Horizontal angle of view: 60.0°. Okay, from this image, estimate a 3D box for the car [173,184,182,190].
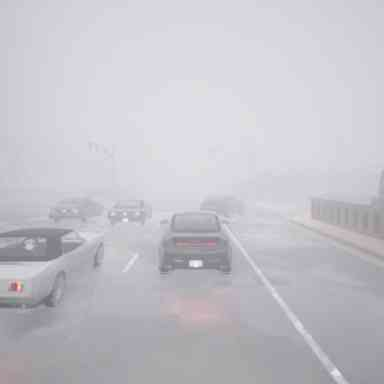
[{"bbox_3d":[-3.611,-1.138,82.732,1.812,1.442,4.674,0,2,0],"label":"car"}]

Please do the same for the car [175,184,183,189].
[{"bbox_3d":[-3.623,-1.485,91.925,1.895,1.301,4.718,0,2,0],"label":"car"}]

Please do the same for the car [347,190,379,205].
[{"bbox_3d":[18.589,0.501,32.975,5.008,1.535,1.882,0,2,2],"label":"car"}]

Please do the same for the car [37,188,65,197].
[{"bbox_3d":[-21.147,0.066,49.395,1.895,1.301,4.718,0,2,0],"label":"car"}]

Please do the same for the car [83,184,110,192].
[{"bbox_3d":[-14.114,-0.060,49.516,1.882,1.535,5.008,0,2,-1],"label":"car"}]

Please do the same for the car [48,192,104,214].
[{"bbox_3d":[-6.927,0.991,20.470,2.033,1.411,5.357,0,2,0],"label":"car"}]

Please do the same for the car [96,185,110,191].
[{"bbox_3d":[-21.106,-0.999,79.063,2.033,1.411,5.357,0,2,0],"label":"car"}]

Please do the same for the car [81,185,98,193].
[{"bbox_3d":[-21.092,-0.660,68.673,2.128,1.511,4.902,0,2,0],"label":"car"}]

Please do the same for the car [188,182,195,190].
[{"bbox_3d":[-0.112,-1.176,84.003,2.128,1.511,4.902,0,2,0],"label":"car"}]

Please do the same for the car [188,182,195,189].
[{"bbox_3d":[-0.126,-1.822,94.242,2.150,2.045,5.566,0,2,1],"label":"car"}]

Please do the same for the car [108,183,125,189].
[{"bbox_3d":[-14.106,-0.652,59.439,2.150,2.045,5.566,0,2,0],"label":"car"}]

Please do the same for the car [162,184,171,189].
[{"bbox_3d":[-7.123,-1.554,91.888,2.128,1.511,4.902,0,2,0],"label":"car"}]

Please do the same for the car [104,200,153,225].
[{"bbox_3d":[-3.424,1.083,19.340,1.895,1.301,4.718,0,2,0],"label":"car"}]

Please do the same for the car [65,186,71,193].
[{"bbox_3d":[-21.098,-0.311,58.333,1.812,1.442,4.674,0,2,0],"label":"car"}]

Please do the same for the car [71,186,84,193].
[{"bbox_3d":[-17.632,-0.226,54.827,2.128,1.511,4.902,0,2,0],"label":"car"}]

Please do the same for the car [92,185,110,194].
[{"bbox_3d":[-17.586,-0.557,64.619,2.128,1.511,4.902,0,2,0],"label":"car"}]

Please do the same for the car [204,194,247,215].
[{"bbox_3d":[2.190,0.888,22.351,1.837,1.490,4.892,-1,2,26],"label":"car"}]

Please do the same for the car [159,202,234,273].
[{"bbox_3d":[0.089,1.298,9.967,1.837,1.490,4.892,0,2,0],"label":"car"}]

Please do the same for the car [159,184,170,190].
[{"bbox_3d":[-7.111,-1.138,82.727,1.812,1.442,4.674,0,2,0],"label":"car"}]

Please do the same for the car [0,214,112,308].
[{"bbox_3d":[-3.410,1.470,7.598,1.895,1.301,4.718,0,2,0],"label":"car"}]

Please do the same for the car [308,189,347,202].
[{"bbox_3d":[15.158,0.426,36.600,4.674,1.442,1.812,0,2,2],"label":"car"}]

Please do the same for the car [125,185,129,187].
[{"bbox_3d":[-14.093,-0.715,69.575,1.837,1.490,4.892,0,2,0],"label":"car"}]
